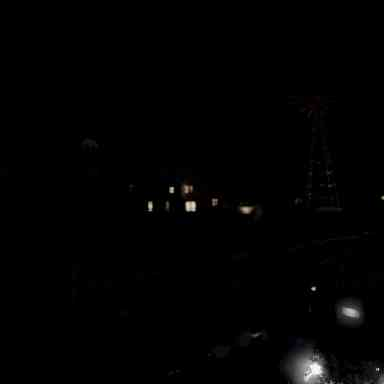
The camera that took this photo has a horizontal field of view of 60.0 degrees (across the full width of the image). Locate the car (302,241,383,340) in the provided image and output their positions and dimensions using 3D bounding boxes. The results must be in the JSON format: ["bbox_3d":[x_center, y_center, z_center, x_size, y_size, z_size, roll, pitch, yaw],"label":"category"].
[{"bbox_3d":[3.959,1.702,6.528,4.181,1.385,1.994,0,-3,-42],"label":"car"}]
